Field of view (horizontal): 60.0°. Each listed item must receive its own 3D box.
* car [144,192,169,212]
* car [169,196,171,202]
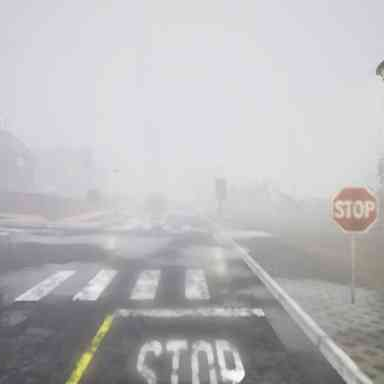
[{"bbox_3d":[-3.983,1.066,36.579,2.150,2.045,5.566,0,1,-2],"label":"car"},{"bbox_3d":[-5.055,1.117,61.404,1.837,1.490,4.892,0,1,-2],"label":"car"}]
